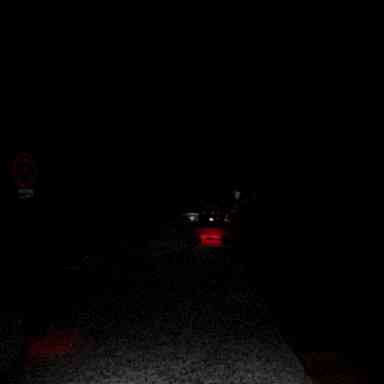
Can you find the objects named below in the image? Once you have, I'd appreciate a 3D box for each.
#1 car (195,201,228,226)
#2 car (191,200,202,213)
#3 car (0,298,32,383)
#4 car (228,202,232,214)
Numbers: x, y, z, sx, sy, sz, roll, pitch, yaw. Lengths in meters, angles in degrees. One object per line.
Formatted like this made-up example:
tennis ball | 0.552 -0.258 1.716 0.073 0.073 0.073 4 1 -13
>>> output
car | 1.555 1.636 24.881 1.837 1.490 4.892 0 -1 6
car | 1.092 1.864 42.795 1.882 1.535 5.008 0 -1 10
car | -2.807 1.543 1.504 2.033 1.411 5.357 0 0 1
car | 3.936 1.895 41.929 2.128 1.511 4.902 0 -1 10
